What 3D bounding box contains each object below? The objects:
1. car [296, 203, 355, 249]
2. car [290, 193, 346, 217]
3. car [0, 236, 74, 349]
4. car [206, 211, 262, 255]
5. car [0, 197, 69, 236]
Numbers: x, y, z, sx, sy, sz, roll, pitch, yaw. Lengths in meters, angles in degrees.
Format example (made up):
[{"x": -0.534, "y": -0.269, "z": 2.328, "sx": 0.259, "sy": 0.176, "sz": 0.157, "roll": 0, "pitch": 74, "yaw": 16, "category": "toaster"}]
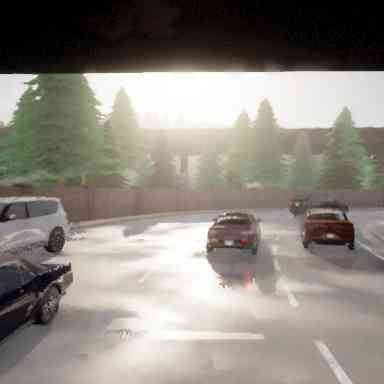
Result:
[{"x": 5.718, "y": 1.438, "z": 14.455, "sx": 1.882, "sy": 1.535, "sz": 5.008, "roll": 0, "pitch": 0, "yaw": 16, "category": "car"}, {"x": 10.781, "y": 1.144, "z": 28.210, "sx": 5.566, "sy": 2.045, "sz": 2.150, "roll": 0, "pitch": -1, "yaw": -31, "category": "car"}, {"x": -3.374, "y": 1.588, "z": 4.321, "sx": 1.895, "sy": 1.301, "sz": 4.718, "roll": 0, "pitch": 0, "yaw": 4, "category": "car"}, {"x": 1.754, "y": 1.489, "z": 13.222, "sx": 1.812, "sy": 1.442, "sz": 4.674, "roll": 0, "pitch": 0, "yaw": 13, "category": "car"}, {"x": -6.159, "y": 1.191, "z": 10.653, "sx": 2.150, "sy": 2.045, "sz": 5.566, "roll": 0, "pitch": 0, "yaw": 11, "category": "car"}]
